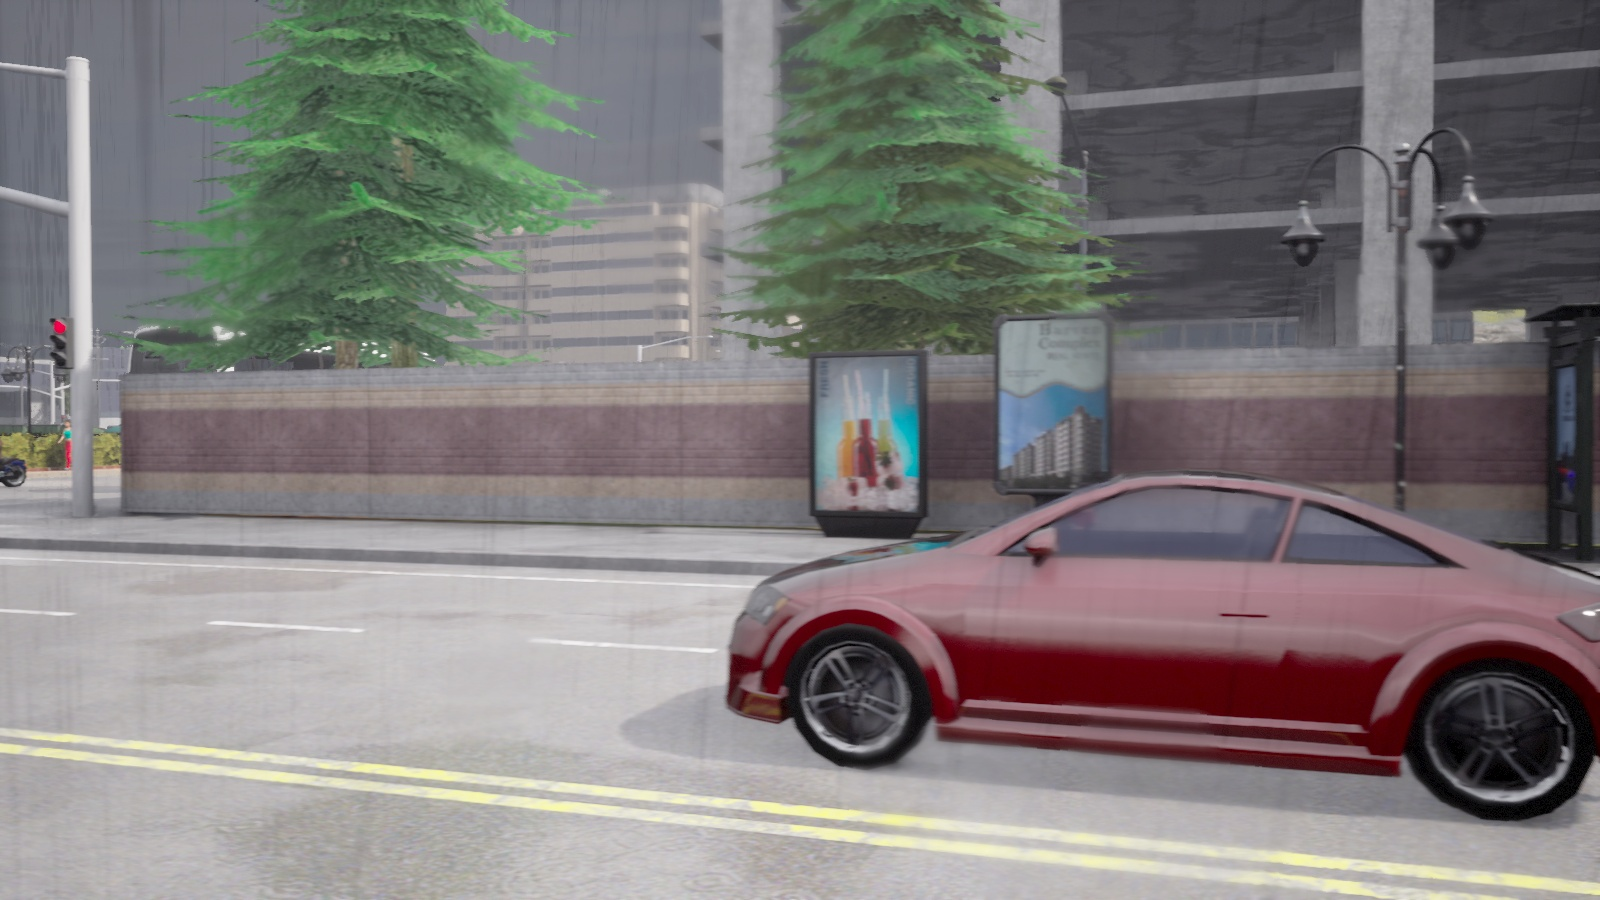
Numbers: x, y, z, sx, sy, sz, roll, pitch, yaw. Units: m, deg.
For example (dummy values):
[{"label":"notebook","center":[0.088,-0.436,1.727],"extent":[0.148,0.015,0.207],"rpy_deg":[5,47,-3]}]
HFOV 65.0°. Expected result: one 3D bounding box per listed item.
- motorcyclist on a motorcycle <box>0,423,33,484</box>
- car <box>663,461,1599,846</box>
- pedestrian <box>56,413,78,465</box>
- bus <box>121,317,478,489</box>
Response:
[{"label":"motorcyclist on a motorcycle","center":[-22.111,0.093,34.009],"extent":[0.766,1.649,2.350],"rpy_deg":[1,1,18]},{"label":"car","center":[1.639,0.795,6.332],"extent":[4.181,1.385,1.994],"rpy_deg":[0,1,19]},{"label":"pedestrian","center":[-25.920,-0.384,44.408],"extent":[0.345,1.836,0.594],"rpy_deg":[1,1,19]},{"label":"bus","center":[-13.930,-1.242,36.453],"extent":[3.944,4.253,10.273],"rpy_deg":[1,1,18]}]
